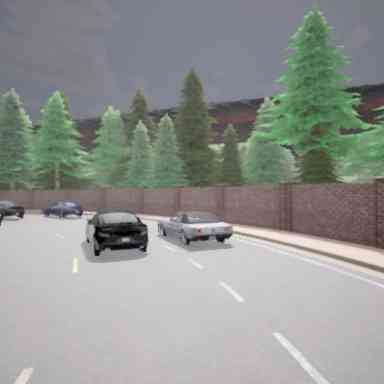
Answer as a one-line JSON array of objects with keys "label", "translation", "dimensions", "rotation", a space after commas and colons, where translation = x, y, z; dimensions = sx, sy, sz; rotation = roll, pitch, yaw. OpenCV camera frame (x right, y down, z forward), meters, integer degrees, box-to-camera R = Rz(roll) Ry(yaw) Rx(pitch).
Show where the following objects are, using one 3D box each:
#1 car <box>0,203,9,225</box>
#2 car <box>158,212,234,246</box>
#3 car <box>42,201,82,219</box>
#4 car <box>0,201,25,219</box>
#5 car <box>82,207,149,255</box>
[{"label": "car", "translation": [-14.870, 1.630, 23.144], "dimensions": [4.181, 1.385, 1.994], "rotation": [0, 0, 39]}, {"label": "car", "translation": [-0.065, 1.543, 15.174], "dimensions": [1.895, 1.301, 4.718], "rotation": [-1, 0, -23]}, {"label": "car", "translation": [-11.476, 1.531, 29.544], "dimensions": [4.674, 1.442, 1.812], "rotation": [0, 0, 39]}, {"label": "car", "translation": [-16.446, 1.565, 28.821], "dimensions": [4.892, 1.490, 1.837], "rotation": [0, 0, 34]}, {"label": "car", "translation": [-3.171, 1.458, 13.483], "dimensions": [1.882, 1.535, 5.008], "rotation": [0, 0, -22]}]
